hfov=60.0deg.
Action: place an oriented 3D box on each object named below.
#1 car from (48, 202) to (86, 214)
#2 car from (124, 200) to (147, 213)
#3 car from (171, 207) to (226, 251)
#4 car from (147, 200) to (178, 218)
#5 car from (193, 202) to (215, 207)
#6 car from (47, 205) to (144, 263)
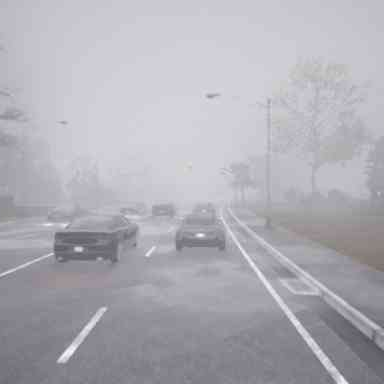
[{"bbox_3d":[-9.792,1.527,26.692,1.812,1.442,4.674,0,0,3],"label":"car"},{"bbox_3d":[-5.836,1.554,33.737,2.033,1.411,5.357,0,0,4],"label":"car"},{"bbox_3d":[0.368,1.569,14.257,1.994,1.385,4.181,0,0,2],"label":"car"},{"bbox_3d":[-2.396,1.486,30.042,1.882,1.535,5.008,0,0,4],"label":"car"},{"bbox_3d":[1.068,1.574,29.330,1.994,1.385,4.181,0,0,3],"label":"car"},{"bbox_3d":[-3.195,1.479,12.036,1.882,1.535,5.008,0,0,1],"label":"car"}]
